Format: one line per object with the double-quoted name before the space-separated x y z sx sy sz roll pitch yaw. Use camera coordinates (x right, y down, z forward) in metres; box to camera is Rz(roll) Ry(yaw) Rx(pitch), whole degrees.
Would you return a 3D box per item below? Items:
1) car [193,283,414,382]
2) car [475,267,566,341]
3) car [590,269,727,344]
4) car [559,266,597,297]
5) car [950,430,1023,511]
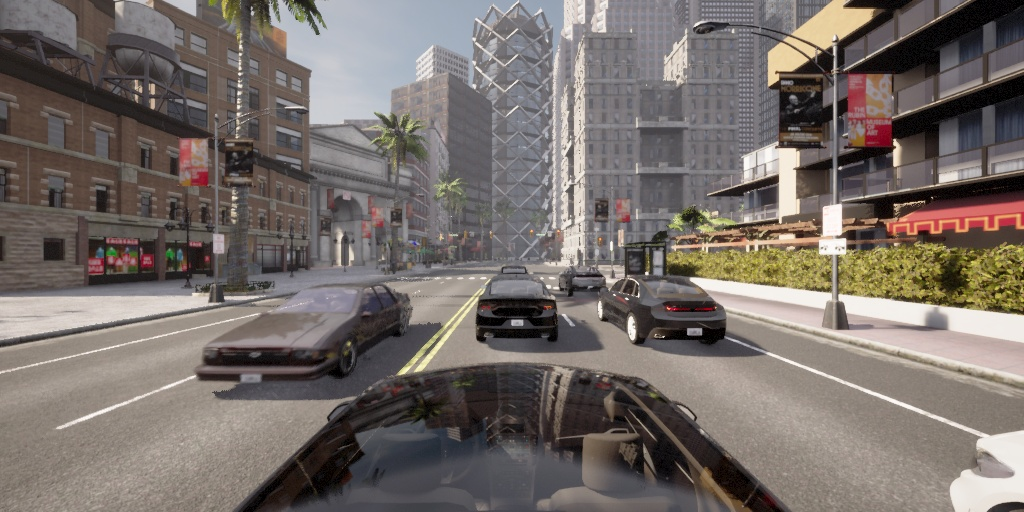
"car" -3.601 1.297 7.610 2.033 1.411 5.357 0 0 0
"car" 0.109 1.228 9.878 1.882 1.535 5.008 0 0 0
"car" 3.609 1.255 9.523 1.837 1.490 4.892 0 0 0
"car" 3.602 1.241 18.929 2.128 1.511 4.902 0 0 0
"car" 3.662 1.276 0.218 1.812 1.442 4.674 0 0 -1
